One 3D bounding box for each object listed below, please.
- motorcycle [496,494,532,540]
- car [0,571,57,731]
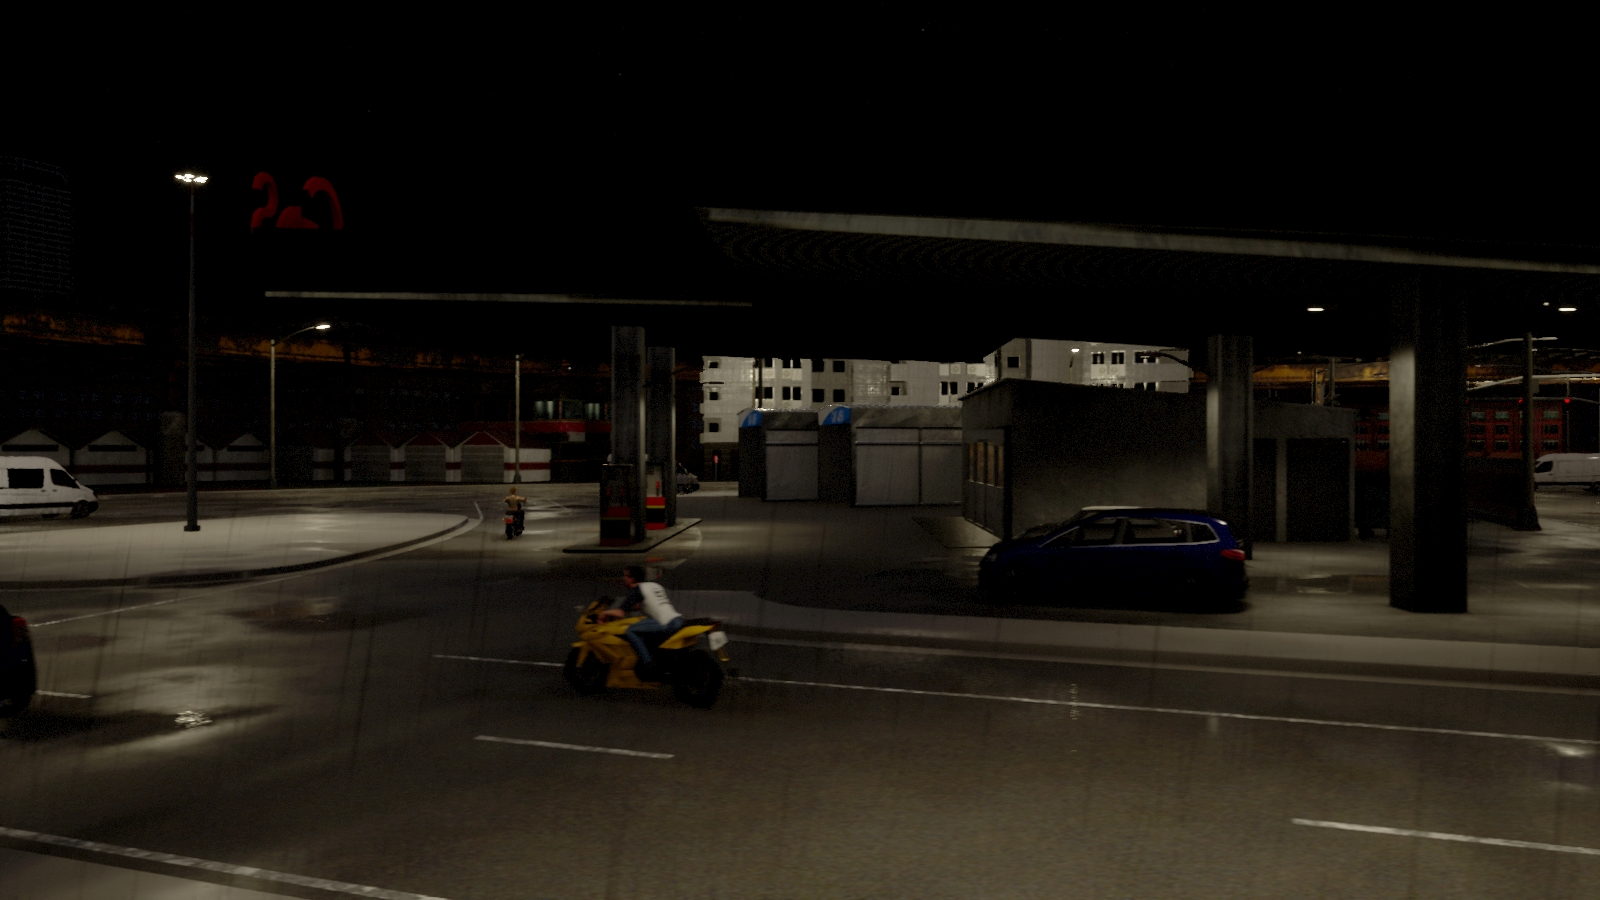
[{"bbox_3d":[-9.139,2.138,36.636,0.764,1.332,2.356,0,0,-5],"label":"motorcycle"},{"bbox_3d":[-9.769,2.036,11.660,3.633,1.501,1.845,0,0,20],"label":"car"}]
